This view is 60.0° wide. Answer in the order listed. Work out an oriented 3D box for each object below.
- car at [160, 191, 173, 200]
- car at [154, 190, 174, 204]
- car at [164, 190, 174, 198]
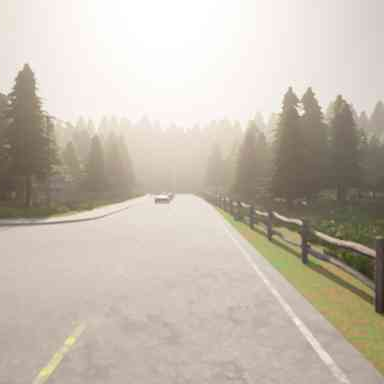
[{"bbox_3d":[-4.095,0.518,54.301,1.994,1.385,4.181,0,1,-2],"label":"car"},{"bbox_3d":[-3.843,0.710,43.338,2.033,1.411,5.357,0,1,-2],"label":"car"},{"bbox_3d":[-4.358,0.312,63.349,1.837,1.490,4.892,0,1,-2],"label":"car"}]
